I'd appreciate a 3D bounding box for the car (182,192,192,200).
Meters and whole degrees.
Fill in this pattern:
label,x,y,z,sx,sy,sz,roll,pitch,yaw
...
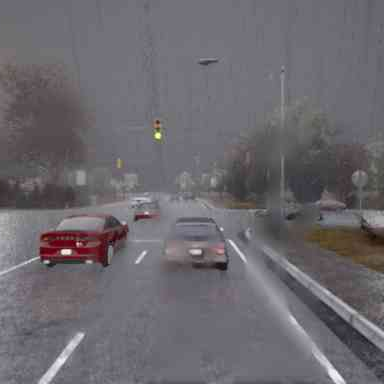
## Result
label,x,y,z,sx,sy,sz,roll,pitch,yaw
car,-1.347,0.943,88.881,2.150,2.045,5.566,0,0,-7

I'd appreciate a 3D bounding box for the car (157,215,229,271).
label,x,y,z,sx,sy,sz,roll,pitch,yaw
car,0.100,1.540,10.795,2.033,1.411,5.357,0,0,0

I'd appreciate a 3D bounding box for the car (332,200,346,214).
label,x,y,z,sx,sy,sz,roll,pitch,yaw
car,13.685,1.486,34.855,4.674,1.442,1.812,0,0,-3

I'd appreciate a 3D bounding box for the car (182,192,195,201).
label,x,y,z,sx,sy,sz,roll,pitch,yaw
car,-0.539,1.026,78.545,2.150,2.045,5.566,0,0,-4

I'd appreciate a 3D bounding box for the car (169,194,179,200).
label,x,y,z,sx,sy,sz,roll,pitch,yaw
car,-4.790,1.247,88.150,2.128,1.511,4.902,0,0,-7

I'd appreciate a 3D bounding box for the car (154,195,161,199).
label,x,y,z,sx,sy,sz,roll,pitch,yaw
car,-7.061,1.415,57.086,2.128,1.511,4.902,0,0,0

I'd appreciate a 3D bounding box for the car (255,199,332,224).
label,x,y,z,sx,sy,sz,roll,pitch,yaw
car,6.934,1.467,23.670,4.902,1.511,2.128,0,0,-12

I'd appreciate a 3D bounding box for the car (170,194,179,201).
label,x,y,z,sx,sy,sz,roll,pitch,yaw
car,-4.023,1.329,78.125,2.128,1.511,4.902,0,0,-4

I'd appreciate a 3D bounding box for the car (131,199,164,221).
label,x,y,z,sx,sy,sz,roll,pitch,yaw
car,-3.404,1.536,26.931,1.994,1.385,4.181,0,0,0

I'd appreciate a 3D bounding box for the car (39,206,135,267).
label,x,y,z,sx,sy,sz,roll,pitch,yaw
car,-3.431,1.470,11.483,1.882,1.535,5.008,0,0,-1

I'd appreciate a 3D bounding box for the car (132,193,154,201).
label,x,y,z,sx,sy,sz,roll,pitch,yaw
car,-7.100,1.168,46.915,2.150,2.045,5.566,0,0,0
